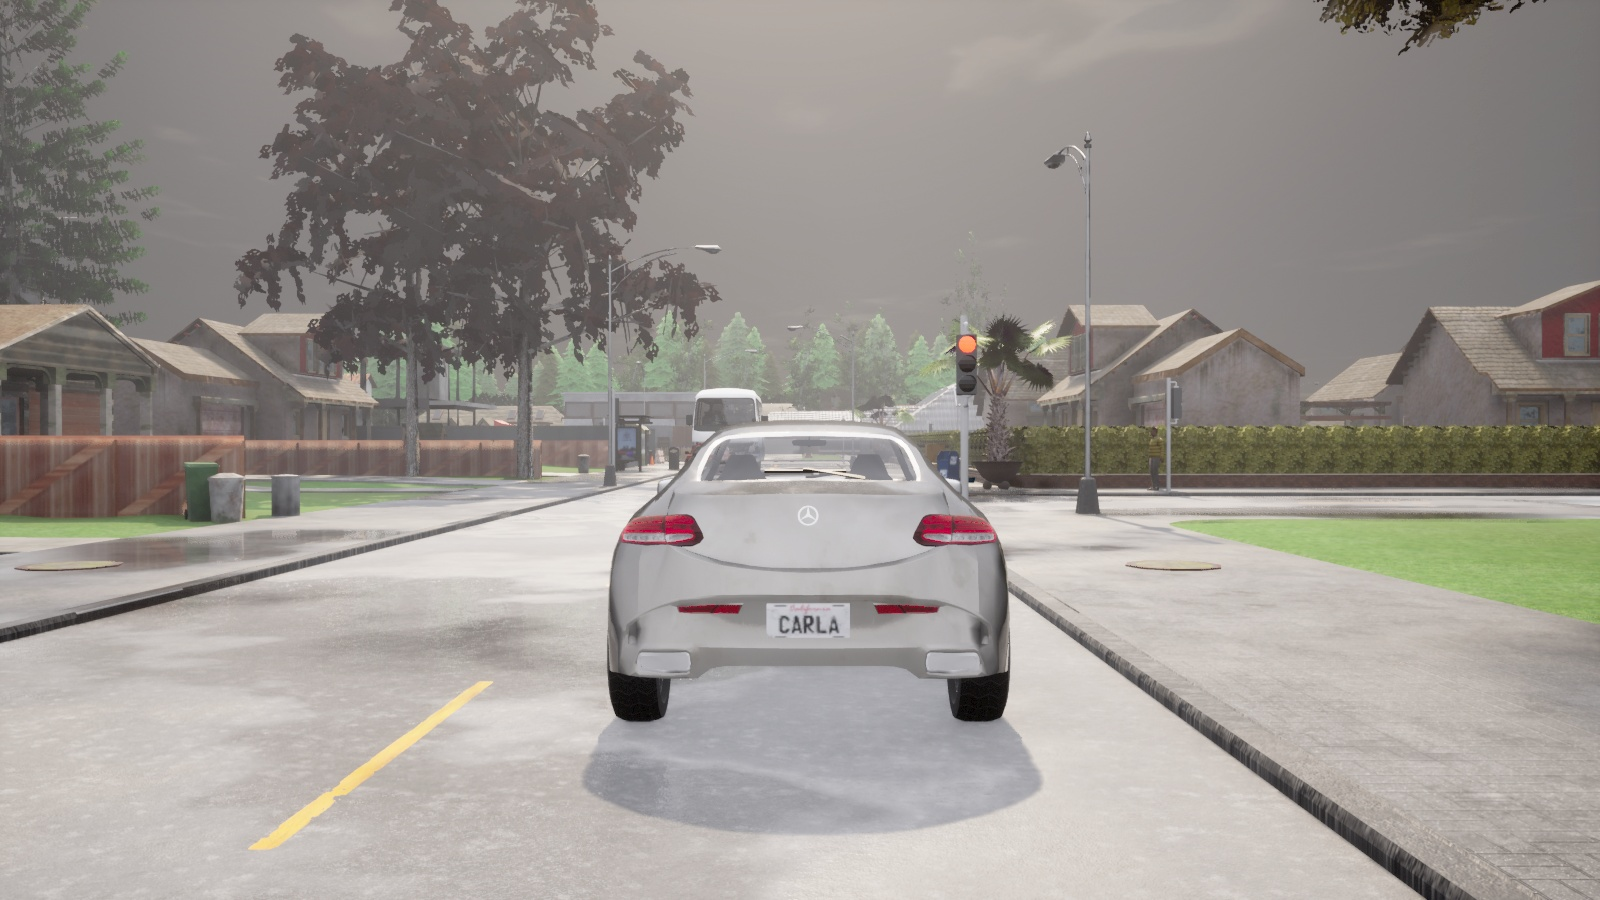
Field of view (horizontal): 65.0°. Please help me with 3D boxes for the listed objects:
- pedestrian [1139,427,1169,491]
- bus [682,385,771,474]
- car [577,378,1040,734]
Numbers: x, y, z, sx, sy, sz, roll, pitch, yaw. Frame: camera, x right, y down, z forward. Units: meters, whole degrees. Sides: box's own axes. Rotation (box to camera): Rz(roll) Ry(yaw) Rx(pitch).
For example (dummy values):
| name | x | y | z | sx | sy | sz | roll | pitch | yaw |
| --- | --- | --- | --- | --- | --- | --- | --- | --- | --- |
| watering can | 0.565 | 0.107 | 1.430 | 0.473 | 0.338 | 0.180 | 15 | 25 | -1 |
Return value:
| name | x | y | z | sx | sy | sz | roll | pitch | yaw |
| --- | --- | --- | --- | --- | --- | --- | --- | --- | --- |
| pedestrian | 10.225 | 0.260 | 36.252 | 0.709 | 1.840 | 0.431 | 0 | 0 | -14 |
| bus | -3.622 | -1.001 | 65.183 | 3.944 | 4.253 | 10.273 | 0 | 0 | 0 |
| car | 0.062 | 0.478 | 8.355 | 2.152 | 1.651 | 5.027 | 0 | 0 | 1 |
